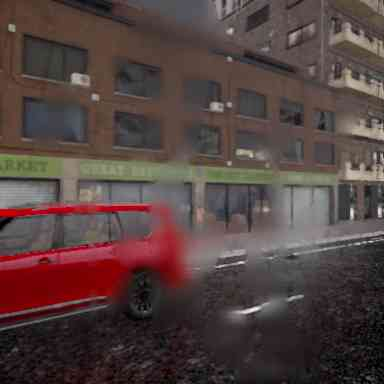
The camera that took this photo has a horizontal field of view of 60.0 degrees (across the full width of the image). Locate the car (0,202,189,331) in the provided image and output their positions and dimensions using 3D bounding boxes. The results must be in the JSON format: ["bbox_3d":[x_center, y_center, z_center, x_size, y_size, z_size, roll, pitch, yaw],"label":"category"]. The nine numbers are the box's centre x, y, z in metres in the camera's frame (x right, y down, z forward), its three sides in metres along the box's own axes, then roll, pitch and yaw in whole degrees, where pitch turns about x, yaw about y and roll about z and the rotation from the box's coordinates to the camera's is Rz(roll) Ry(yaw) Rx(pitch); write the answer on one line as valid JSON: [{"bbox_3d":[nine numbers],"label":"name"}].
[{"bbox_3d":[-2.667,1.226,5.773,5.566,2.045,2.150,0,0,-35],"label":"car"}]
